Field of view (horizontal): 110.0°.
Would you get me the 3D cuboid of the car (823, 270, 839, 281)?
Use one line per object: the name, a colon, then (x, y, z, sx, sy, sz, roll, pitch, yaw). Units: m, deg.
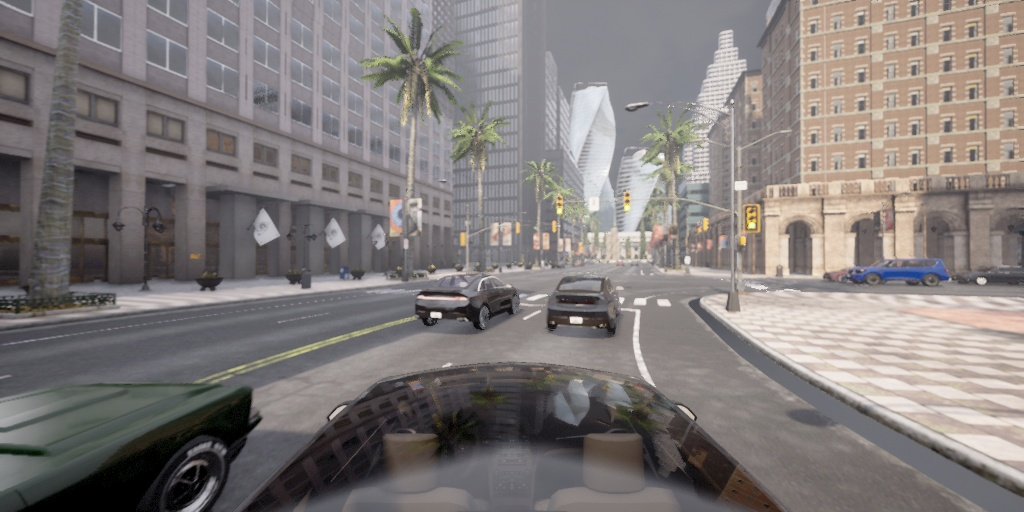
car: (29.554, 1.592, 30.891, 4.181, 1.385, 1.994, 0, 0, 20)

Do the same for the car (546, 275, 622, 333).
car: (2.330, 1.334, 11.167, 1.837, 1.490, 4.892, 0, 0, 18)

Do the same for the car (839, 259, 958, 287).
car: (29.136, 1.222, 27.323, 5.566, 2.045, 2.150, 0, 0, 20)

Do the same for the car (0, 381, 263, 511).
car: (-3.262, 1.340, 1.133, 1.895, 1.301, 4.718, 0, 0, 2)

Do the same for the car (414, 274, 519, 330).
car: (-1.198, 1.316, 11.515, 2.128, 1.511, 4.902, 0, 0, 18)

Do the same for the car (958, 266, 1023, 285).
car: (37.795, 1.526, 27.912, 4.892, 1.490, 1.837, 0, 0, 20)
